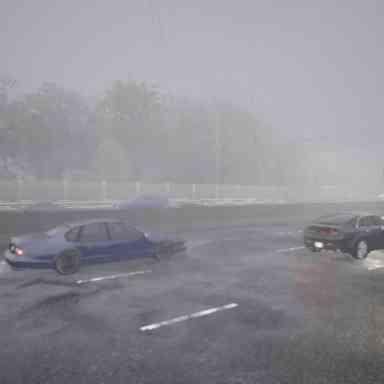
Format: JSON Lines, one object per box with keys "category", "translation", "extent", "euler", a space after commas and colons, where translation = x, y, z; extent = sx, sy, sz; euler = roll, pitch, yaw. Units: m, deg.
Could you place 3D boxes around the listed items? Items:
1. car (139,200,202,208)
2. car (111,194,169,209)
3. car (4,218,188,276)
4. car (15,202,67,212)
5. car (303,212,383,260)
{"category": "car", "translation": [-1.093, 1.510, 24.707], "extent": [4.892, 1.490, 1.837], "euler": [0, 0, -35]}
{"category": "car", "translation": [-4.603, 1.228, 30.803], "extent": [5.566, 2.045, 2.150], "euler": [0, 0, -35]}
{"category": "car", "translation": [-2.754, 1.547, 10.384], "extent": [5.357, 1.411, 2.033], "euler": [0, 0, -36]}
{"category": "car", "translation": [-13.141, 1.565, 29.011], "extent": [4.181, 1.385, 1.994], "euler": [0, 0, -35]}
{"category": "car", "translation": [6.188, 1.510, 12.460], "extent": [4.892, 1.490, 1.837], "euler": [0, 0, -36]}
